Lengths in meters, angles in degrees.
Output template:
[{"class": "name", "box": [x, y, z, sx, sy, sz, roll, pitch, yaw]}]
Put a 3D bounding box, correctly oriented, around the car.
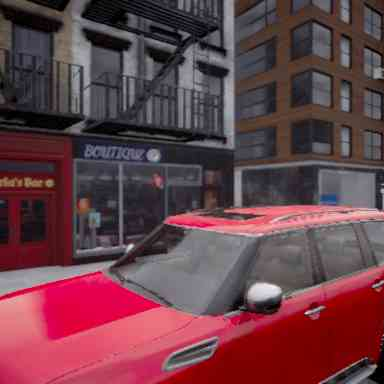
[{"class": "car", "box": [0.545, 1.222, 3.769, 5.566, 2.045, 2.150, 0, 0, -36]}]
